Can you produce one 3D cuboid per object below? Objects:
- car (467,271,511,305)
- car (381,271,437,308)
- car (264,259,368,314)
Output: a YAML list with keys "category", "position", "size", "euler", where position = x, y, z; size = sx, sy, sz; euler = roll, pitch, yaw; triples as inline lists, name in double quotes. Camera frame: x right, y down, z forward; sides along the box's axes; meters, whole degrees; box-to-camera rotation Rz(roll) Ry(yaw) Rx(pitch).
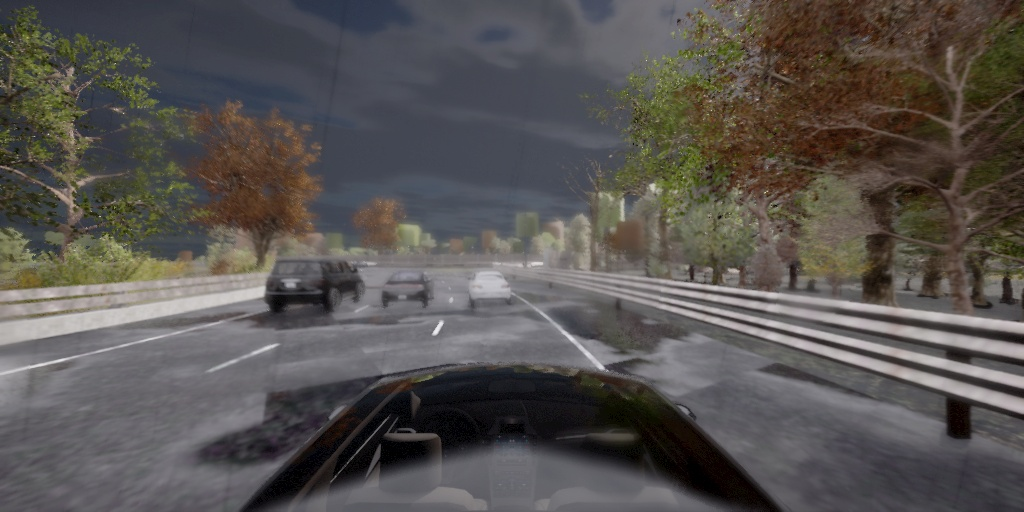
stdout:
- category: "car"
  position: [-1.136, 1.439, 17.093]
  size: [1.812, 1.442, 4.674]
  euler: [0, 0, -8]
- category: "car"
  position: [-4.556, 1.401, 16.278]
  size: [2.128, 1.511, 4.902]
  euler: [0, 0, -8]
- category: "car"
  position: [-7.906, 1.123, 14.950]
  size: [2.150, 2.045, 5.566]
  euler: [0, 0, -7]
